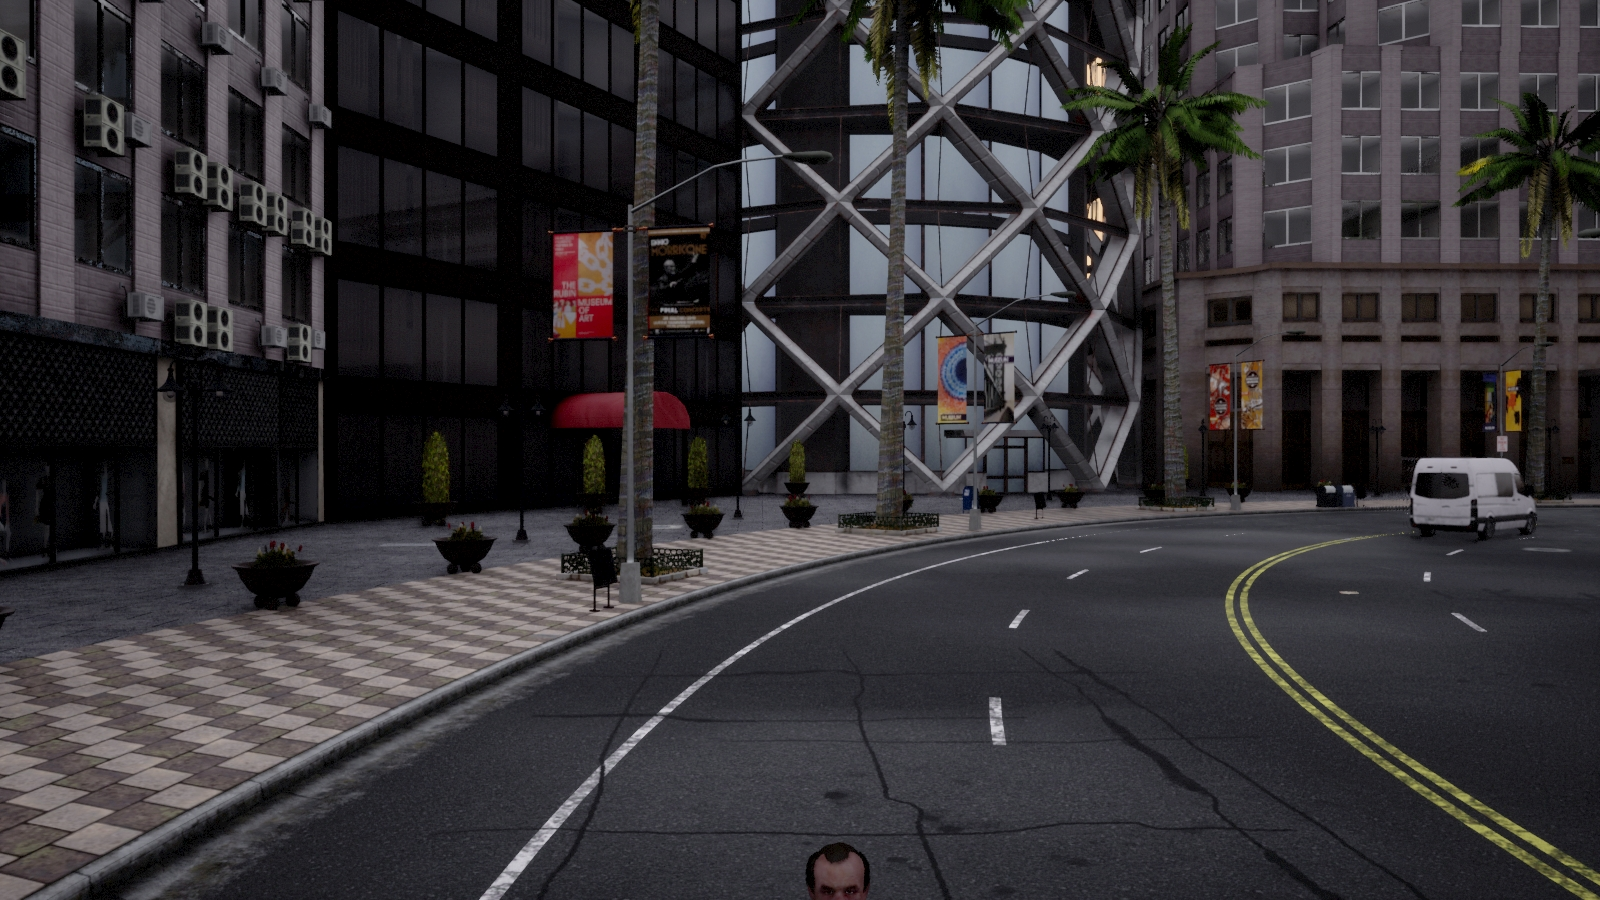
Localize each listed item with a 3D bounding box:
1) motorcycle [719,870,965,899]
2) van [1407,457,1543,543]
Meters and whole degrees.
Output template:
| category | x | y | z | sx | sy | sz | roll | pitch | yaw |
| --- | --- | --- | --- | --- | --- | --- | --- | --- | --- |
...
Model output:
| category | x | y | z | sx | sy | sz | roll | pitch | yaw |
| --- | --- | --- | --- | --- | --- | --- | --- | --- | --- |
| motorcycle | 0.124 | 2.182 | 3.338 | 0.856 | 1.236 | 1.805 | 0 | 0 | 2 |
| van | 22.068 | 1.534 | 37.261 | 5.915 | 2.561 | 1.988 | 0 | 0 | -40 |
